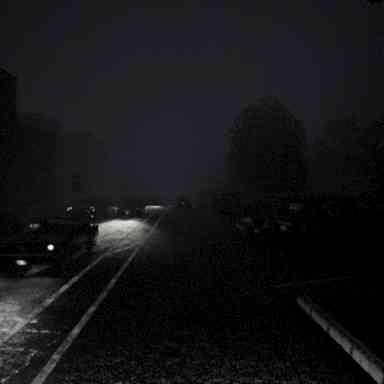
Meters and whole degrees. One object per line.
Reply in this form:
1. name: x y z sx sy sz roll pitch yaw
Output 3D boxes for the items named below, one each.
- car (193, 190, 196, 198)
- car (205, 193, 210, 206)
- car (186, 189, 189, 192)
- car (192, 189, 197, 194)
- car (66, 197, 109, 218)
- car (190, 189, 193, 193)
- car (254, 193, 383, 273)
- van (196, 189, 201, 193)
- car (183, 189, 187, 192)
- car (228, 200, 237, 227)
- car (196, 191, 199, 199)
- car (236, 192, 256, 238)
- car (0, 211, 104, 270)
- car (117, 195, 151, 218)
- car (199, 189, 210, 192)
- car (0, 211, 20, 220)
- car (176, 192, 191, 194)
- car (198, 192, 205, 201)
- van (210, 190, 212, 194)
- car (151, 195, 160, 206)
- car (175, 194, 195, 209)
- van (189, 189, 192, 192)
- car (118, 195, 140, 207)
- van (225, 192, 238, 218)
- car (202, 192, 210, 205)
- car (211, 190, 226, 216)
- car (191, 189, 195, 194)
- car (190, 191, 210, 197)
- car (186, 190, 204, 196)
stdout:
1. car: 3.354 0.866 60.789 5.008 1.535 2.097 0 1 -23
2. car: 4.317 1.208 37.058 4.792 1.488 2.163 1 0 -22
3. car: 2.009 0.571 78.451 5.366 1.575 1.946 0 1 -25
4. car: 3.364 0.819 63.828 5.366 1.575 1.946 0 1 -24
5. car: -7.694 1.161 24.749 2.097 1.767 4.553 0 1 -1
6. car: 2.617 0.714 72.608 4.674 1.452 2.002 0 1 -24
7. car: 5.085 1.156 10.426 5.566 2.045 2.435 1 0 -22
8. van: 3.624 0.686 57.868 4.442 1.987 1.878 0 1 -23
9. car: 1.454 0.183 87.422 5.566 2.045 2.435 0 1 -25
10. car: 4.728 1.359 16.246 5.366 1.575 1.946 1 1 -22
11. car: 3.660 0.994 54.853 4.674 1.452 2.002 0 1 -23
12. car: 4.954 1.134 13.352 5.566 2.045 2.435 1 1 -22
13. car: -4.501 1.517 10.869 1.895 1.301 4.718 0 0 -2
14. car: -4.984 1.269 27.708 2.128 1.511 4.902 0 1 -2
15. car: 3.884 0.910 48.904 4.553 1.767 2.185 1 1 -22
16. car: -7.328 1.435 11.824 1.812 1.442 4.674 0 0 -2
17. car: -1.521 1.108 51.961 1.895 1.301 4.718 0 1 -2
18. car: 3.947 1.107 42.905 5.366 1.575 1.946 1 1 -22
19. van: 4.483 0.985 34.130 4.442 1.987 1.878 1 0 -22
20. car: -5.418 1.161 45.359 1.994 1.385 4.181 0 1 -2
21. car: -1.001 1.224 39.810 1.994 1.385 4.181 0 1 -1
22. van: 2.302 0.398 75.514 4.442 1.987 1.878 0 1 -24
23. car: -8.183 1.160 43.783 2.033 1.411 5.357 0 1 -1
24. van: 4.826 1.093 22.292 4.442 1.987 1.878 1 0 -22
25. car: 4.380 1.144 40.076 5.366 1.575 1.946 1 0 -22
26. car: 4.665 1.042 25.215 5.566 2.045 2.435 1 0 -22
27. car: 2.799 0.763 69.659 4.674 1.452 2.002 0 2 -24
28. car: 1.940 0.567 81.491 4.674 1.452 2.002 0 1 -25
29. car: 0.836 0.219 93.313 4.553 1.767 2.185 0 1 -26
